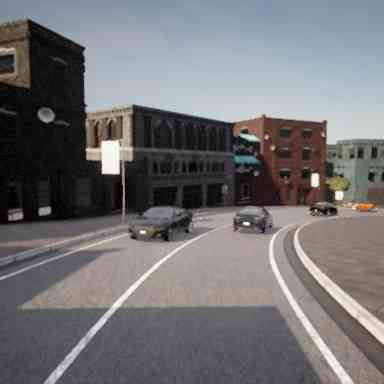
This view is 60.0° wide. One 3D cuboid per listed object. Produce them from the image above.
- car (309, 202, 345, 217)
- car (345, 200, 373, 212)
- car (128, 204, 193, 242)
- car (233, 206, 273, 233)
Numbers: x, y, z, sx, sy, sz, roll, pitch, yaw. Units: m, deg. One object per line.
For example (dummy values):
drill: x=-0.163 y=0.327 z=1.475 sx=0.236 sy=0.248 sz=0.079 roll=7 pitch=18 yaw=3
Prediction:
car: x=14.840 y=1.835 z=36.993 sx=1.882 sy=1.535 sz=5.008 roll=4 pitch=2 yaw=44
car: x=24.250 y=1.924 z=48.490 sx=4.553 sy=1.767 sz=2.097 roll=2 pitch=3 yaw=-28
car: x=-1.371 y=1.405 z=16.323 sx=1.882 sy=1.535 sz=5.008 roll=1 pitch=0 yaw=16
car: x=3.765 y=1.567 z=20.186 sx=1.812 sy=1.442 sz=4.674 roll=2 pitch=0 yaw=21
